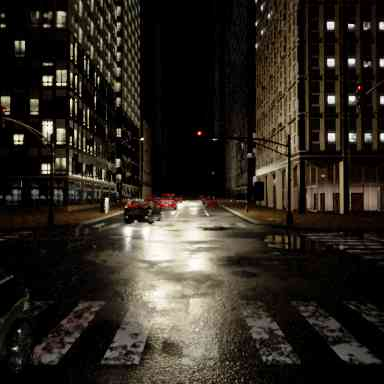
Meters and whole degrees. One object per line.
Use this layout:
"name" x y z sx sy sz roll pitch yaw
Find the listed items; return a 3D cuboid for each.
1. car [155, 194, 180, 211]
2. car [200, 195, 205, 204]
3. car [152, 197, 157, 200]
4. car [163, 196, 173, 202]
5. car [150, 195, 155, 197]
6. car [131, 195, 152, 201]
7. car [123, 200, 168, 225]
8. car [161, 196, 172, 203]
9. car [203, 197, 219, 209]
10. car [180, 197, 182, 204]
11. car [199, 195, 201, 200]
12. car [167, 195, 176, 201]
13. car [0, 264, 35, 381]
"car" -3.037 1.235 42.306 2.150 2.045 5.566 0 0 0
"car" 2.788 1.547 56.361 1.752 1.417 4.829 1 0 0
"car" -5.619 1.597 39.410 1.802 1.307 4.206 1 0 0
"car" -5.560 1.582 78.436 2.008 1.369 4.403 1 0 0
"car" -5.605 1.332 44.986 2.192 1.841 5.009 1 0 0
"car" -5.624 1.453 33.835 1.967 1.590 4.097 1 0 0
"car" -3.415 1.556 24.326 2.033 1.411 5.357 0 0 5
"car" -5.569 1.573 72.861 1.887 1.381 4.507 1 0 0
"car" 2.769 1.599 45.035 1.802 1.307 4.206 1 0 0
"car" -2.917 1.503 63.795 1.882 1.535 5.008 0 0 0
"car" 2.795 1.590 61.768 1.947 1.339 4.313 1 0 0
"car" -5.544 1.587 89.587 2.008 1.369 4.403 1 0 0
"car" -3.097 1.353 2.423 2.097 1.767 4.553 0 0 0
